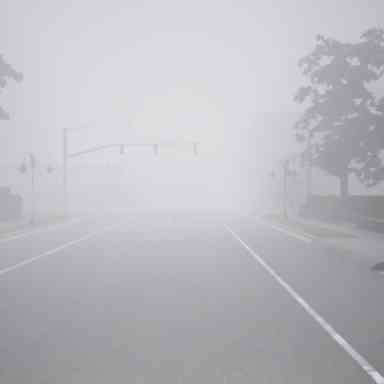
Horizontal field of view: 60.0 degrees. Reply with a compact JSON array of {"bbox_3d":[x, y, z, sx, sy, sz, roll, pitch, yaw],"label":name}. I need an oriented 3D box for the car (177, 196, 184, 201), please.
[{"bbox_3d":[-3.307,1.756,95.402,2.033,1.411,5.357,0,0,0],"label":"car"}]

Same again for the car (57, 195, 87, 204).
[{"bbox_3d":[-23.313,1.440,63.564,4.611,1.667,2.242,0,0,1],"label":"car"}]

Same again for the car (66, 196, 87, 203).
[{"bbox_3d":[-24.030,1.613,69.315,3.806,1.475,1.970,0,0,1],"label":"car"}]
